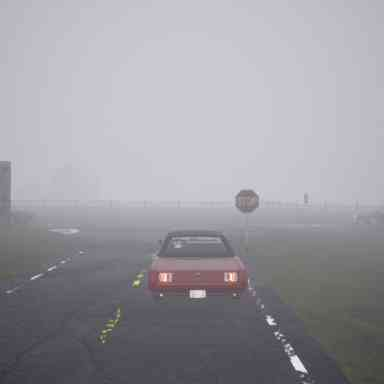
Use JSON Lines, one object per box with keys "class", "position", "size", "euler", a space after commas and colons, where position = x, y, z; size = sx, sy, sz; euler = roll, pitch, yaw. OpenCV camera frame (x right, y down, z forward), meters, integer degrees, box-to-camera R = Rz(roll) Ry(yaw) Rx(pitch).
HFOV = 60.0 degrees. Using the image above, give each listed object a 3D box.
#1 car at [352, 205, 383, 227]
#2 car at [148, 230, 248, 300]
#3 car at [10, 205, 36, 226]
{"class": "car", "position": [14.322, 1.718, 24.273], "size": [4.902, 1.511, 2.128], "euler": [1, -1, 0]}
{"class": "car", "position": [0.074, 1.603, 8.386], "size": [1.895, 1.301, 4.718], "euler": [0, 0, -1]}
{"class": "car", "position": [-12.537, 1.348, 21.208], "size": [4.892, 1.490, 1.837], "euler": [1, -1, 0]}
